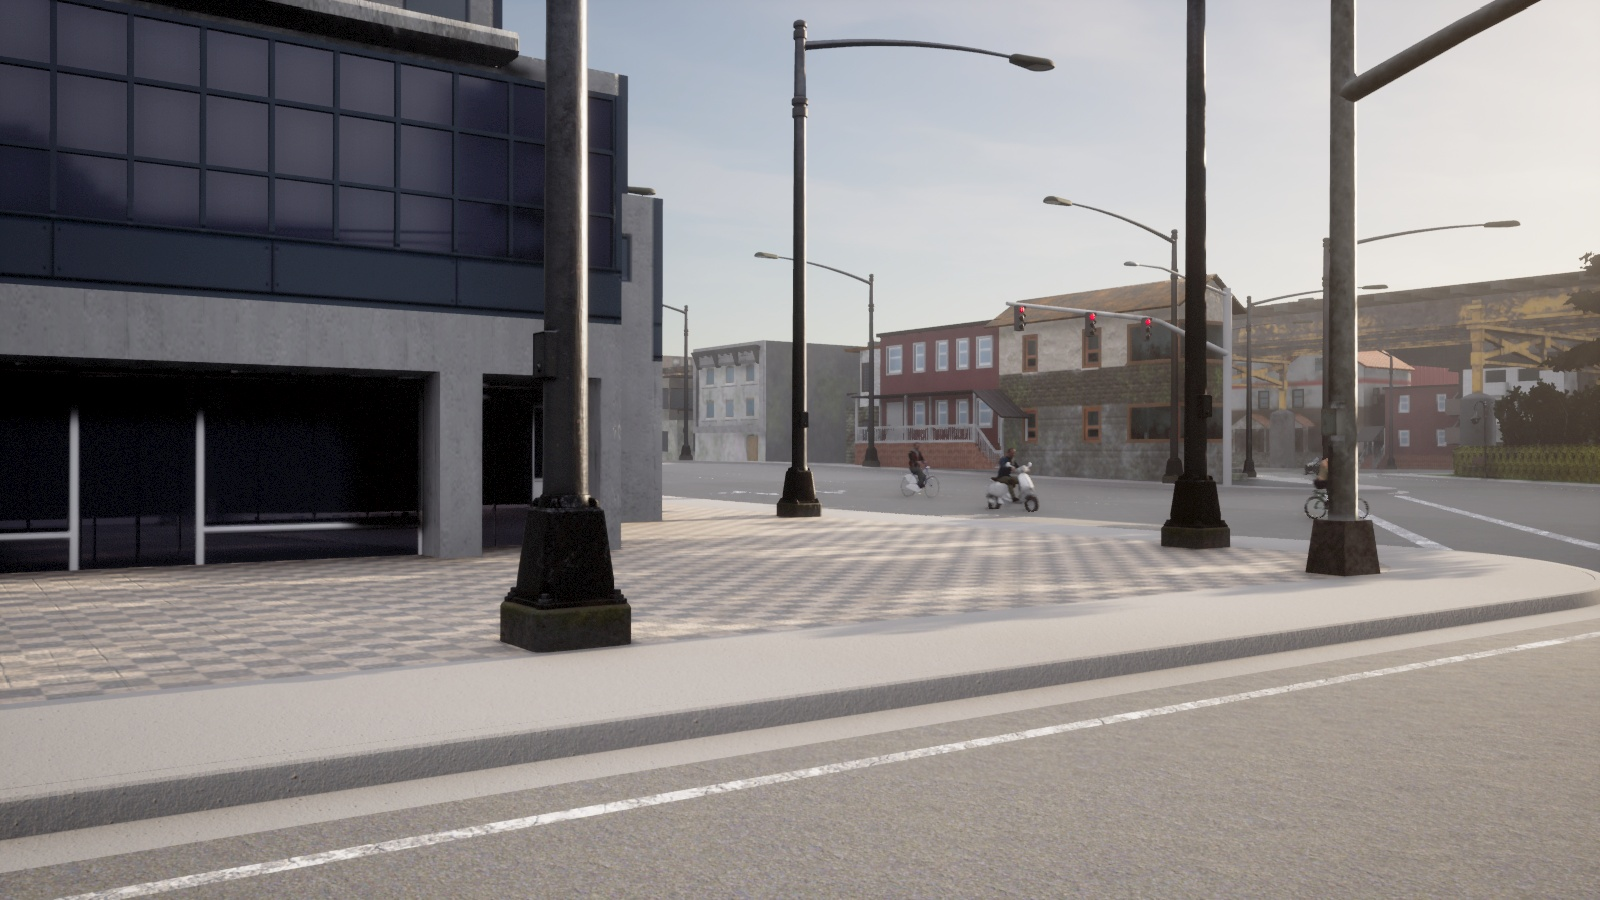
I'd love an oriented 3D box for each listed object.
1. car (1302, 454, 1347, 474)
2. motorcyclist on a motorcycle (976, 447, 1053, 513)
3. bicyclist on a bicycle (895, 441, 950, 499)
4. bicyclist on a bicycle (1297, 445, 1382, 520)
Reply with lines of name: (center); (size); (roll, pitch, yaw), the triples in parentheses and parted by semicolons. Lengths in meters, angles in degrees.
car: (36.475, 0.945, 87.393); (1.994, 1.385, 4.181); (0, 0, 10)
motorcyclist on a motorcycle: (5.343, 0.718, 31.321); (0.866, 1.590, 1.817); (0, 0, -35)
bicyclist on a bicycle: (3.839, 0.621, 39.517); (0.659, 1.776, 1.843); (0, 0, -35)
bicyclist on a bicycle: (12.034, 0.716, 28.035); (0.866, 1.612, 1.509); (1, -1, -39)
